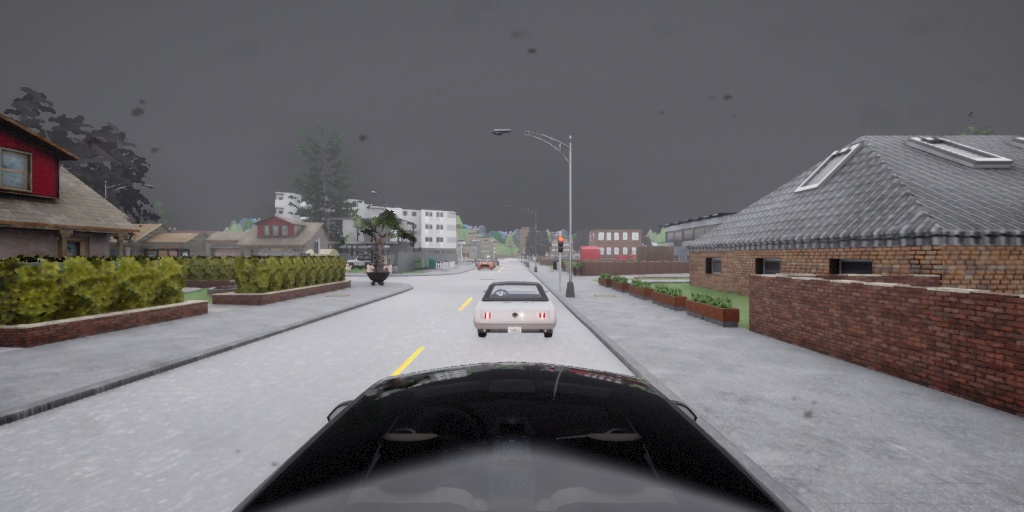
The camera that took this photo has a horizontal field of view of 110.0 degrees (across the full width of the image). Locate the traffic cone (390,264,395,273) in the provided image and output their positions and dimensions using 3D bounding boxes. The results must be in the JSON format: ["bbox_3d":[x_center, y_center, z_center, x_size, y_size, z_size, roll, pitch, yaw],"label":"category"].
[{"bbox_3d":[-15.133,1.558,44.700,0.344,0.586,0.344,0,0,0],"label":"traffic cone"}]

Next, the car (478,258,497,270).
[{"bbox_3d":[-3.792,1.102,52.281,2.097,1.767,4.553,0,0,0],"label":"car"}]

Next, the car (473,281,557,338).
[{"bbox_3d":[0.102,1.351,10.173,1.895,1.301,4.718,0,0,1],"label":"car"}]

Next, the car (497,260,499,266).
[{"bbox_3d":[-3.715,1.255,61.662,1.837,1.490,4.892,0,0,1],"label":"car"}]

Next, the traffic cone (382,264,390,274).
[{"bbox_3d":[-15.498,1.561,44.133,0.344,0.586,0.344,0,0,0],"label":"traffic cone"}]
